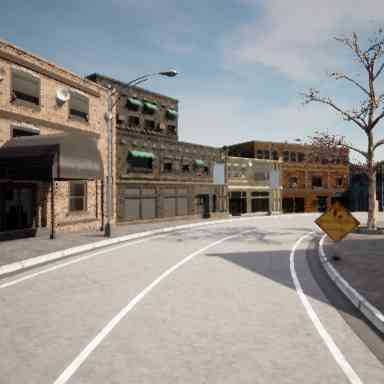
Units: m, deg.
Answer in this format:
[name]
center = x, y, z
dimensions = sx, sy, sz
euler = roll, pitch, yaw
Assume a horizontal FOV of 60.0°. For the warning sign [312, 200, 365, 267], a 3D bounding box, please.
[warning sign]
center = 4.458, 1.210, 10.245
dimensions = 1.300, 1.860, 1.060
euler = 1, 1, 15
